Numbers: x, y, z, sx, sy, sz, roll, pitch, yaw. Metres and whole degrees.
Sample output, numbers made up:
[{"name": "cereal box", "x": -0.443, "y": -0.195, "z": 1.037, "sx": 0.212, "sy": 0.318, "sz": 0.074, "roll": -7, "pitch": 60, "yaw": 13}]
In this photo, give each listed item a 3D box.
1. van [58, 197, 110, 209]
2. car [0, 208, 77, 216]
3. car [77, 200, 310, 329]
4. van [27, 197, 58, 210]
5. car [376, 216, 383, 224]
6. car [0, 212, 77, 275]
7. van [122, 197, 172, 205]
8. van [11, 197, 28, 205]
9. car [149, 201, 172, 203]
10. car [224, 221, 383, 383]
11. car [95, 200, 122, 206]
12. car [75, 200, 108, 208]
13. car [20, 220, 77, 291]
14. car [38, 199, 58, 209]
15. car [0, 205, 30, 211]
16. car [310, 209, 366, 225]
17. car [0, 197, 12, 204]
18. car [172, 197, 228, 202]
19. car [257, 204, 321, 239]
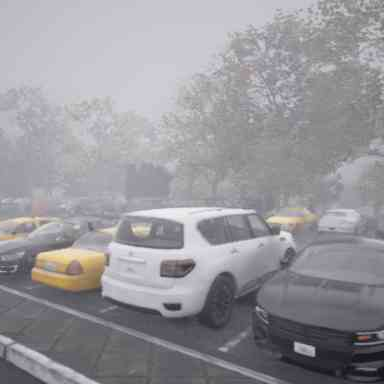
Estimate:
[{"name": "van", "x": -9.768, "y": 1.480, "z": 31.068, "sx": 1.878, "sy": 1.987, "sz": 4.442, "roll": -1, "pitch": 0, "yaw": 36}, {"name": "car", "x": -6.309, "y": 1.625, "z": 12.320, "sx": 1.946, "sy": 1.575, "sz": 5.366, "roll": 0, "pitch": 0, "yaw": 36}, {"name": "car", "x": 0.561, "y": 1.347, "z": 7.609, "sx": 2.435, "sy": 2.045, "sz": 5.566, "roll": 0, "pitch": 0, "yaw": 36}, {"name": "van", "x": -14.136, "y": 1.545, "z": 34.508, "sx": 1.878, "sy": 1.987, "sz": 4.442, "roll": -1, "pitch": 0, "yaw": 36}, {"name": "car", "x": 10.453, "y": 1.611, "z": 16.524, "sx": 2.163, "sy": 1.488, "sz": 4.792, "roll": 0, "pitch": 0, "yaw": 36}, {"name": "car", "x": -3.949, "y": 1.619, "z": 10.847, "sx": 2.231, "sy": 1.521, "sz": 4.892, "roll": 0, "pitch": 0, "yaw": 36}, {"name": "van", "x": -3.024, "y": 1.416, "z": 26.462, "sx": 1.878, "sy": 1.987, "sz": 4.442, "roll": 0, "pitch": 0, "yaw": 36}, {"name": "van", "x": -16.516, "y": 1.578, "z": 35.944, "sx": 1.878, "sy": 1.987, "sz": 4.442, "roll": -1, "pitch": 0, "yaw": 36}, {"name": "car", "x": -0.764, "y": 1.659, "z": 24.647, "sx": 2.163, "sy": 1.488, "sz": 4.792, "roll": 0, "pitch": 0, "yaw": 36}, {"name": "car", "x": 2.797, "y": 1.589, "z": 5.962, "sx": 2.097, "sy": 1.535, "sz": 5.008, "roll": 0, "pitch": 0, "yaw": 36}, {"name": "car", "x": -5.318, "y": 1.687, "z": 28.016, "sx": 2.163, "sy": 1.488, "sz": 4.792, "roll": 0, "pitch": 0, "yaw": 36}, {"name": "car", "x": -7.456, "y": 1.708, "z": 29.564, "sx": 2.163, "sy": 1.488, "sz": 4.792, "roll": -1, "pitch": 0, "yaw": 36}, {"name": "car", "x": -1.595, "y": 1.605, "z": 9.364, "sx": 1.946, "sy": 1.575, "sz": 5.366, "roll": 0, "pitch": 0, "yaw": 36}, {"name": "car", "x": -11.955, "y": 1.737, "z": 32.792, "sx": 2.097, "sy": 1.535, "sz": 5.008, "roll": -1, "pitch": 0, "yaw": 36}, {"name": "car", "x": -10.904, "y": 1.647, "z": 15.647, "sx": 1.946, "sy": 1.575, "sz": 5.366, "roll": 0, "pitch": 0, "yaw": 36}, {"name": "car", "x": 8.225, "y": 1.631, "z": 18.170, "sx": 2.002, "sy": 1.452, "sz": 4.674, "roll": 0, "pitch": 0, "yaw": 36}, {"name": "car", "x": -18.707, "y": 1.587, "z": 37.640, "sx": 2.435, "sy": 2.045, "sz": 5.566, "roll": -1, "pitch": 0, "yaw": 36}, {"name": "car", "x": 1.512, "y": 1.369, "z": 23.069, "sx": 2.435, "sy": 2.045, "sz": 5.566, "roll": 0, "pitch": 0, "yaw": 36}, {"name": "car", "x": 5.874, "y": 1.598, "z": 19.647, "sx": 1.946, "sy": 1.575, "sz": 5.366, "roll": 0, "pitch": 0, "yaw": 36}]
